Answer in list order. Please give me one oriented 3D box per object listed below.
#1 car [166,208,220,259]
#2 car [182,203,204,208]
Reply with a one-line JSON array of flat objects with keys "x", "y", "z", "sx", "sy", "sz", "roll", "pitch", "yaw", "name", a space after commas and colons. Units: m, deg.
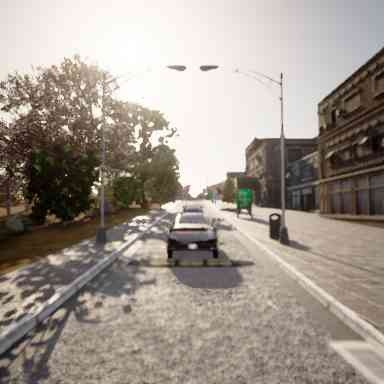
[{"x": 0.042, "y": 1.572, "z": 13.149, "sx": 2.128, "sy": 1.511, "sz": 4.902, "roll": 0, "pitch": -1, "yaw": 1, "name": "car"}, {"x": 0.101, "y": 1.656, "z": 28.890, "sx": 1.812, "sy": 1.442, "sz": 4.674, "roll": 0, "pitch": 0, "yaw": 1, "name": "car"}]
